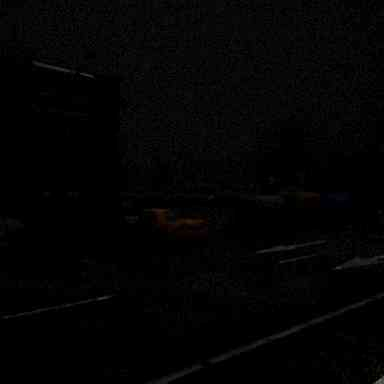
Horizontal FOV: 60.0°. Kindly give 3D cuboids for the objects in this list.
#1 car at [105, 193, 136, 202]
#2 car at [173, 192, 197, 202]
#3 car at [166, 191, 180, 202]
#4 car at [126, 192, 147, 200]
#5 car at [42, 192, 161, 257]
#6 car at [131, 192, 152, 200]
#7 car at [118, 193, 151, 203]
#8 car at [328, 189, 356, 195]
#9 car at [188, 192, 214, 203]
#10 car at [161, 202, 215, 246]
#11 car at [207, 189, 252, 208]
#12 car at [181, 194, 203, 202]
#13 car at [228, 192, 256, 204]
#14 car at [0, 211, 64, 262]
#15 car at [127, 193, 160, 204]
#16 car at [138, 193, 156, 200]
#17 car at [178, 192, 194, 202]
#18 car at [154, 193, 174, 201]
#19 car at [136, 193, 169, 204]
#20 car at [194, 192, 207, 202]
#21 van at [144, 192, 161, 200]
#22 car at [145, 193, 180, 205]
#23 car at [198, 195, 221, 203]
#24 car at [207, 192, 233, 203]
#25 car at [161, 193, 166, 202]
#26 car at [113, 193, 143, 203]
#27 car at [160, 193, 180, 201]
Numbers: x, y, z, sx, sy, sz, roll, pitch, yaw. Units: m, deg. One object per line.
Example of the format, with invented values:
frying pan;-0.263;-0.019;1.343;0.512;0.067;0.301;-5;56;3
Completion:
car;-12.601;0.954;58.800;1.946;1.575;5.366;1;0;35
car;-1.548;1.093;72.947;2.435;2.045;5.566;1;-2;35
car;-0.712;0.830;41.916;2.185;1.767;4.553;0;-1;35
car;-15.342;1.091;92.812;2.435;2.045;5.566;1;-2;35
car;-4.235;1.175;12.928;5.566;2.045;2.435;-1;0;35
car;-13.631;1.090;90.274;2.435;2.045;5.566;1;-1;35
car;-9.227;0.953;53.938;1.946;1.575;5.366;1;0;35
car;19.124;1.089;43.156;2.435;2.045;5.566;1;-2;35
car;1.861;1.090;67.933;2.435;2.045;5.566;1;-1;35
car;-1.892;1.389;14.769;5.366;1.575;1.946;-1;0;35
car;4.361;0.704;34.622;2.435;2.045;5.566;1;0;35
car;0.048;1.334;70.281;1.946;1.575;5.366;1;-1;35
car;8.763;1.089;58.001;2.435;2.045;5.566;1;-1;35
car;-6.666;1.497;11.173;4.674;1.452;2.002;-1;-1;35
car;-7.434;0.957;51.658;2.097;1.535;5.008;0;-1;35
car;-11.881;1.218;87.839;2.185;1.767;4.553;1;-1;35
car;0.990;0.957;39.505;2.231;1.521;4.892;0;-1;35
car;-6.767;1.217;80.347;2.185;1.767;4.553;1;-2;35
car;-5.765;0.986;49.205;2.163;1.488;4.792;1;0;35
car;2.680;0.995;37.078;2.002;1.452;4.674;1;0;35
van;-10.116;1.121;85.433;1.878;1.987;4.442;1;-2;35
car;-4.065;0.958;46.795;2.231;1.521;4.892;0;-1;35
car;3.583;1.343;65.468;2.231;1.521;4.892;1;-2;35
car;5.349;1.092;63.016;2.435;2.045;5.566;1;-2;35
car;-2.280;0.955;44.525;1.946;1.575;5.366;0;-1;35
car;-10.817;0.958;56.528;2.097;1.535;5.008;1;0;35
car;-5.033;1.217;77.863;2.185;1.767;4.553;1;-2;35
